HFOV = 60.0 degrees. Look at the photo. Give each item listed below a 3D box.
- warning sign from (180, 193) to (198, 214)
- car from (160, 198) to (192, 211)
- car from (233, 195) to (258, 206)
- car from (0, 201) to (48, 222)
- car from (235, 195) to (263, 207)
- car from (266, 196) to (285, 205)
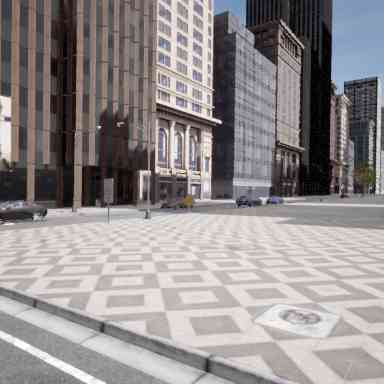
[{"bbox_3d":[-0.267,1.077,30.695,1.300,1.860,1.060,1,1,35],"label":"warning sign"},{"bbox_3d":[-1.790,1.405,38.607,1.994,1.385,4.181,1,1,35],"label":"car"},{"bbox_3d":[8.610,1.311,53.130,1.837,1.490,4.892,1,1,35],"label":"car"},{"bbox_3d":[-12.609,1.406,23.276,2.128,1.511,4.902,1,1,34],"label":"car"},{"bbox_3d":[8.344,1.193,47.474,2.097,1.767,4.553,1,1,36],"label":"car"},{"bbox_3d":[13.947,1.363,55.478,1.994,1.385,4.181,1,1,35],"label":"car"}]
